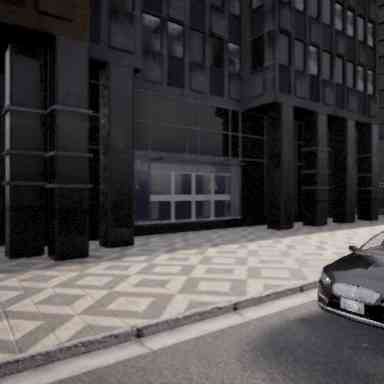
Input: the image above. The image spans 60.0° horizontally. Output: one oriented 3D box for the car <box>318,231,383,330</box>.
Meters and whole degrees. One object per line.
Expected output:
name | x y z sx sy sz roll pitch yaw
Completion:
car | 4.457 1.481 6.517 4.902 1.511 2.128 0 0 -35
